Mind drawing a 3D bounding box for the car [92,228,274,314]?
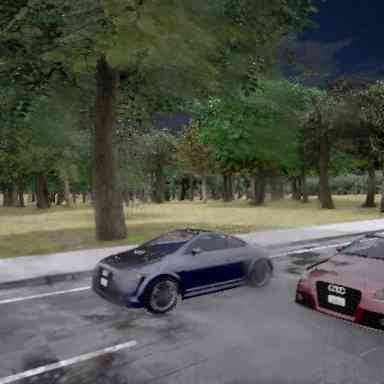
[{"bbox_3d":[-0.083,1.559,7.623,4.181,1.385,1.994,0,0,-36],"label":"car"}]

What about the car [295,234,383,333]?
[{"bbox_3d":[3.946,1.554,6.509,4.181,1.385,1.994,0,0,-36],"label":"car"}]
